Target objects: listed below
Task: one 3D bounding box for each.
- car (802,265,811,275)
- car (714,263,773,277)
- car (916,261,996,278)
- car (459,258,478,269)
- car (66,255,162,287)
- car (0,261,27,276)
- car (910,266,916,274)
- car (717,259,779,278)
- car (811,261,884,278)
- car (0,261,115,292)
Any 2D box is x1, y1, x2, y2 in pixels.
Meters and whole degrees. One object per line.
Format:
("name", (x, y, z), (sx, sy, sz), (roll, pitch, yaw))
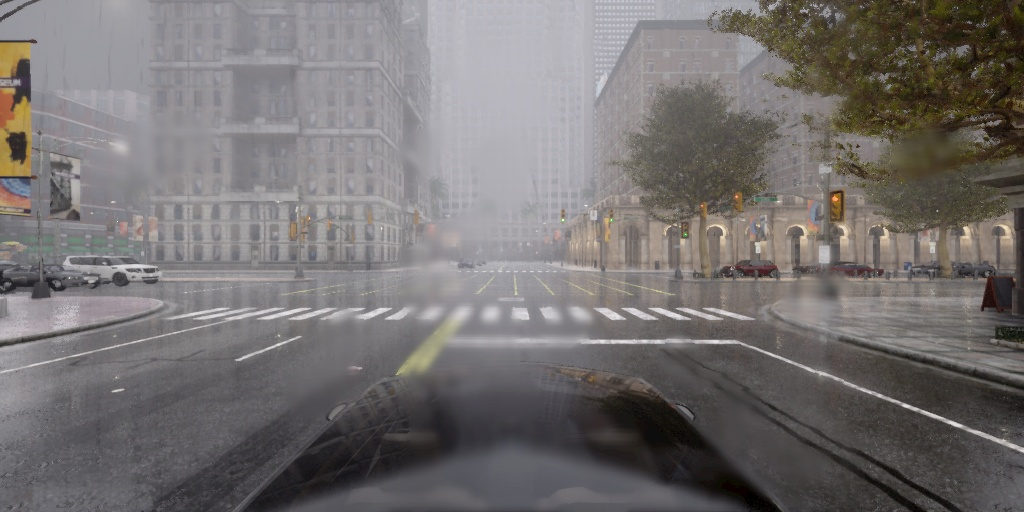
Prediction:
("car", (32.483, 1.258, 35.900), (4.892, 1.490, 1.837), (0, 0, 0))
("car", (23.159, 1.354, 35.950), (4.718, 1.301, 1.895), (0, 0, 0))
("car", (40.372, 1.245, 32.351), (4.902, 1.511, 2.128), (0, 0, 1))
("car", (-7.106, 1.108, 56.455), (2.097, 1.767, 4.553), (0, 0, 0))
("car", (-27.379, 0.974, 24.539), (5.566, 2.045, 2.150), (0, 0, 2))
("car", (-52.533, 1.259, 36.913), (4.892, 1.490, 1.837), (0, 0, 20))
("car", (42.800, 1.245, 35.832), (4.902, 1.511, 2.128), (0, 0, 1))
("car", (21.397, 1.105, 32.459), (4.553, 1.767, 2.097), (0, 0, 0))
("car", (30.385, 1.354, 32.411), (4.718, 1.301, 1.895), (0, 0, 0))
("car", (-27.059, 1.244, 21.023), (4.902, 1.511, 2.128), (0, 0, 0))
